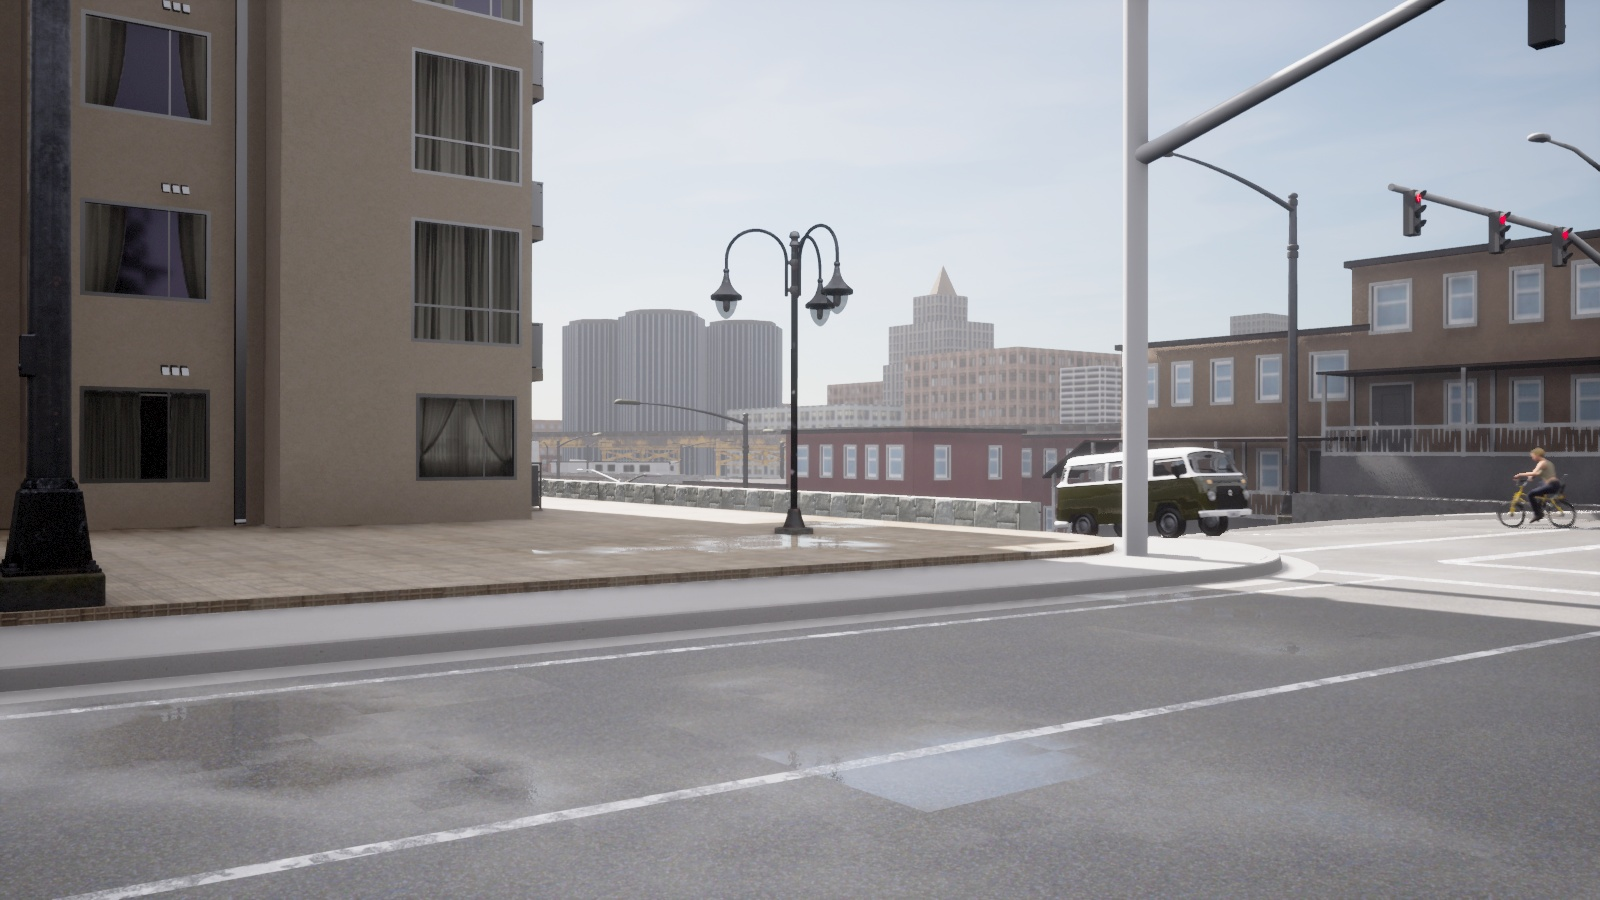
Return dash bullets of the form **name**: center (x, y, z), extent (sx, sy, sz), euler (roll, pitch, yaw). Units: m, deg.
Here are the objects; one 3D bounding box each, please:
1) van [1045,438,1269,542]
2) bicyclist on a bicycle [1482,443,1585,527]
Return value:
- **van**: center (8.019, 0.973, 28.614), extent (2.069, 2.038, 4.480), euler (0, -5, -36)
- **bicyclist on a bicycle**: center (14.733, 0.711, 25.250), extent (0.866, 1.612, 1.509), euler (0, -2, -36)
